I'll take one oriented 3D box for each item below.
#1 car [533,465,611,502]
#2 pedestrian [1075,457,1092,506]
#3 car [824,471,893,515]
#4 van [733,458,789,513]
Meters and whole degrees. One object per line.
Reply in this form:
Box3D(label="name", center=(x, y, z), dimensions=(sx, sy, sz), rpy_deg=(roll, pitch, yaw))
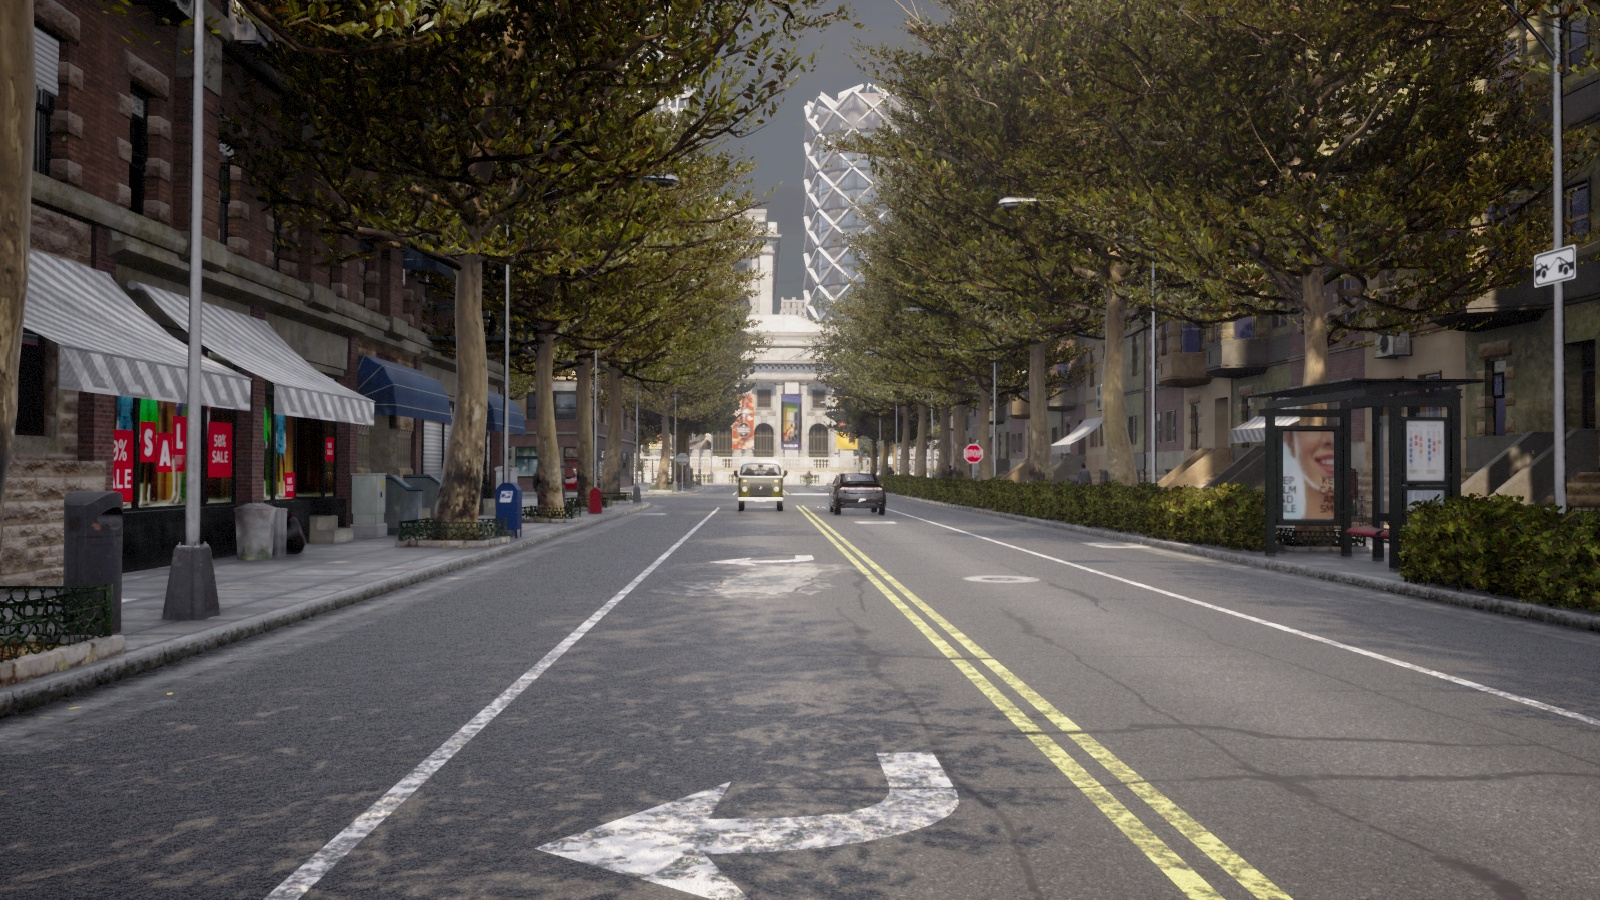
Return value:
Box3D(label="car", center=(-12.024, 1.771, 66.306), dimensions=(3.866, 1.878, 1.905), rpy_deg=(0, -1, -4))
Box3D(label="pedestrian", center=(11.478, 1.277, 50.842), dimensions=(0.423, 1.949, 0.788), rpy_deg=(0, -1, -4))
Box3D(label="car", center=(2.073, 1.532, 45.919), dimensions=(2.128, 1.511, 4.902), rpy_deg=(0, -1, -2))
Box3D(label="van", center=(-1.531, 1.367, 49.124), dimensions=(2.069, 2.038, 4.480), rpy_deg=(0, -1, -2))
